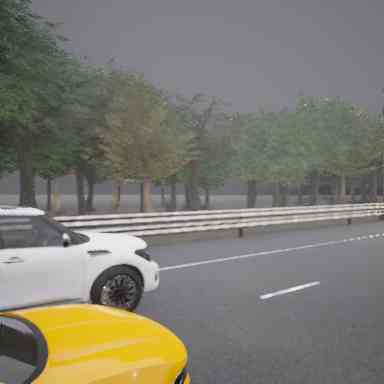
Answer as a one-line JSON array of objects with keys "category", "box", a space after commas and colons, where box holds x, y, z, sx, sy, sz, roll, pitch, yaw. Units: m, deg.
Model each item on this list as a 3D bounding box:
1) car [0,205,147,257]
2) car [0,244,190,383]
[{"category": "car", "box": [-3.314, 1.222, 5.696, 5.566, 2.045, 2.150, 0, 0, -36]}, {"category": "car", "box": [-2.300, 1.478, 2.106, 5.008, 1.535, 1.882, 0, 0, -35]}]
